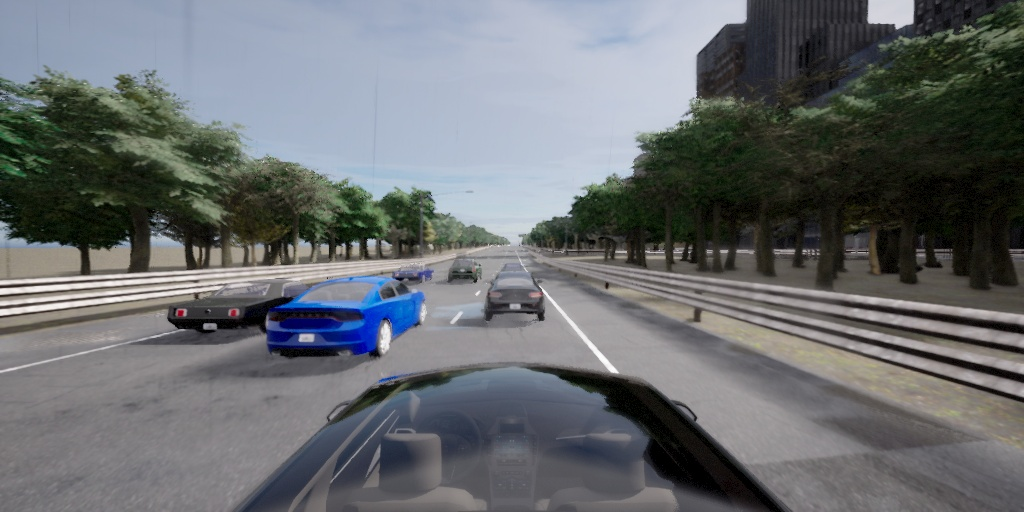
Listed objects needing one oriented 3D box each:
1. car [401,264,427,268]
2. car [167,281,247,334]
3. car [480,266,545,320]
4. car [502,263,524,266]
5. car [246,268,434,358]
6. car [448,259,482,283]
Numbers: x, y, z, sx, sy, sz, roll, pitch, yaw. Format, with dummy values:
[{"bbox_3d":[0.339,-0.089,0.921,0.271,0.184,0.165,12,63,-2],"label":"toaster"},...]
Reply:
[{"bbox_3d":[-6.912,1.248,25.719,1.895,1.301,4.718,0,0,0],"label":"car"},{"bbox_3d":[-6.906,1.322,10.431,1.895,1.301,4.718,0,0,0],"label":"car"},{"bbox_3d":[0.094,1.239,12.297,1.812,1.442,4.674,0,0,0],"label":"car"},{"bbox_3d":[0.087,1.200,27.709,1.994,1.385,4.181,0,0,0],"label":"car"},{"bbox_3d":[-3.411,1.206,8.435,1.882,1.535,5.008,0,0,0],"label":"car"},{"bbox_3d":[-3.413,0.993,26.827,2.097,1.767,4.553,0,0,0],"label":"car"}]
